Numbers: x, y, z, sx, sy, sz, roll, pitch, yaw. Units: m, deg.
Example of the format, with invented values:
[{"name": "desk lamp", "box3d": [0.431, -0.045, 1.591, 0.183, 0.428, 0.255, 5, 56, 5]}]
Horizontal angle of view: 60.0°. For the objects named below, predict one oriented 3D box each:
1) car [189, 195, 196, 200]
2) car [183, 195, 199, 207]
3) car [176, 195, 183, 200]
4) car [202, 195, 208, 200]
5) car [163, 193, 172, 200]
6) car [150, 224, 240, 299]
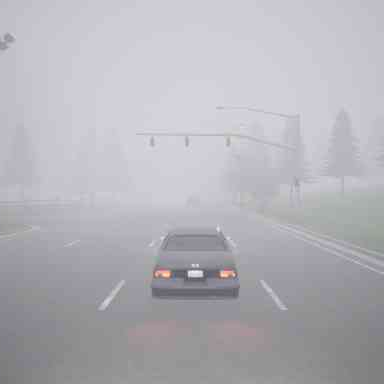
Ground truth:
[{"name": "car", "box3d": [0.153, 1.540, 94.127, 2.033, 1.411, 5.357, 0, 0, 0]}, {"name": "car", "box3d": [0.083, 1.352, 52.651, 2.097, 1.767, 4.553, 0, 0, 0]}, {"name": "car", "box3d": [-3.347, 1.524, 94.133, 1.812, 1.442, 4.674, 0, 0, 0]}, {"name": "car", "box3d": [3.653, 1.500, 94.121, 1.837, 1.490, 4.892, 0, 0, 0]}, {"name": "car", "box3d": [-6.847, 1.225, 94.169, 2.150, 2.045, 5.566, 0, 0, 0]}, {"name": "car", "box3d": [0.080, 1.547, 8.612, 2.033, 1.411, 5.357, 0, 0, 1]}]
